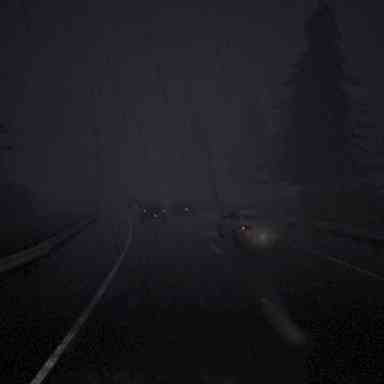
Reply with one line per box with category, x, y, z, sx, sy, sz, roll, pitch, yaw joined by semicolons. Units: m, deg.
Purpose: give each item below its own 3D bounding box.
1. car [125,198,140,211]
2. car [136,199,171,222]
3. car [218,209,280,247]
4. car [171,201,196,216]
car;-7.160;1.471;41.187;1.837;1.490;4.892;0;0;-16
car;-3.108;1.502;25.785;1.812;1.442;4.674;0;0;-13
car;2.426;1.502;14.916;1.812;1.442;4.674;0;0;-7
car;-0.960;1.528;31.691;1.994;1.385;4.181;0;0;-14
